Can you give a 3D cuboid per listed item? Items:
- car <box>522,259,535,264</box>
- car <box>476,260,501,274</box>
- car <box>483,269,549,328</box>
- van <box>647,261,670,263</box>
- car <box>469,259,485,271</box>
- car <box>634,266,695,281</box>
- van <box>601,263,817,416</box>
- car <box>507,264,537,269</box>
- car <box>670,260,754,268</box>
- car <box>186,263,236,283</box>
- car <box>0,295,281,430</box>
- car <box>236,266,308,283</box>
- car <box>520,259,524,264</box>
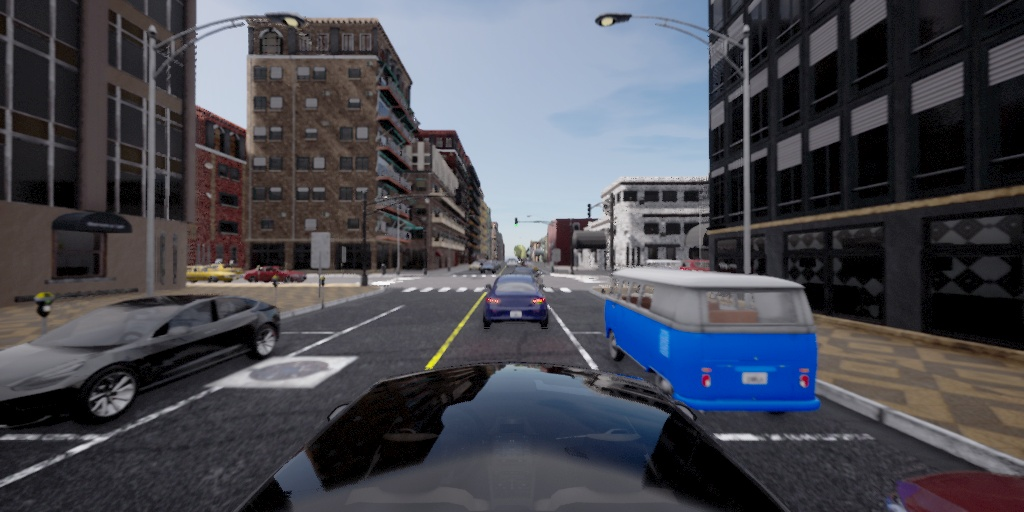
[{"bbox_3d":[2.689,1.546,50.730,1.751,1.417,4.829,0,0,0],"label":"car"},{"bbox_3d":[-3.062,1.549,47.410,2.033,1.411,5.357,0,0,3],"label":"car"},{"bbox_3d":[0.103,1.325,11.427,1.812,1.442,4.674,0,0,0],"label":"car"},{"bbox_3d":[14.896,1.336,35.039,3.998,1.789,1.690,0,0,0],"label":"van"},{"bbox_3d":[-5.692,1.580,55.928,1.751,1.417,4.829,0,0,0],"label":"car"},{"bbox_3d":[13.756,1.567,32.452,4.718,1.301,1.895,0,-1,0],"label":"car"},{"bbox_3d":[2.657,1.111,5.775,1.690,1.789,3.998,0,0,0],"label":"van"},{"bbox_3d":[0.823,1.414,22.448,1.994,1.385,4.181,0,0,10],"label":"car"},{"bbox_3d":[14.919,1.228,26.659,5.009,1.841,2.192,0,0,0],"label":"car"},{"bbox_3d":[-22.960,1.336,26.568,4.829,1.417,1.751,0,0,0],"label":"car"},{"bbox_3d":[-5.690,1.336,5.800,1.948,1.339,4.313,0,0,0],"label":"car"},{"bbox_3d":[-17.468,1.403,26.581,4.207,1.307,1.802,0,0,0],"label":"car"},{"bbox_3d":[2.689,1.671,61.638,1.802,1.307,4.207,0,0,0],"label":"car"}]
